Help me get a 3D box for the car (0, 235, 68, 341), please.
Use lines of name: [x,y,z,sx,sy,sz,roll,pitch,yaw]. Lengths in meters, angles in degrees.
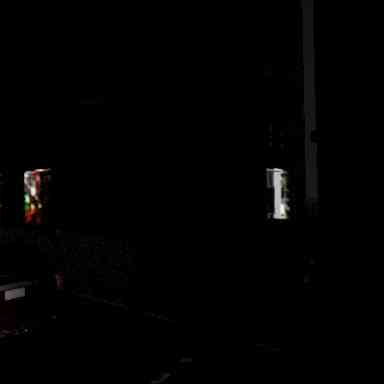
car: [-4.039,1.445,5.777,4.097,1.590,1.967,0,-1,36]
